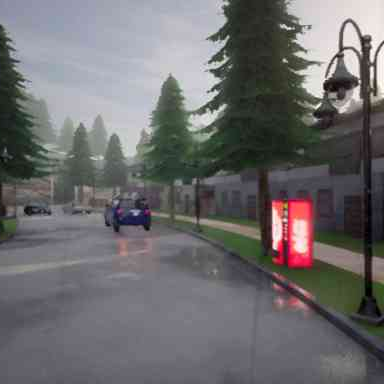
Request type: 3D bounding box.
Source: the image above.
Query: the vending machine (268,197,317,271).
[{"bbox_3d":[2.987,1.200,9.972,1.100,2.100,0.880,0,0,-10],"label":"vending machine"}]

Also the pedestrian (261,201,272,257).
[{"bbox_3d":[2.531,1.153,10.643,0.375,1.860,0.375,0,0,-10],"label":"pedestrian"}]

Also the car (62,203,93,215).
[{"bbox_3d":[-12.594,1.795,36.272,1.895,1.301,4.718,0,0,-38],"label":"car"}]

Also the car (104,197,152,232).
[{"bbox_3d":[-4.204,1.343,21.319,2.150,2.045,5.566,0,0,-22],"label":"car"}]

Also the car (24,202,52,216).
[{"bbox_3d":[-16.010,1.756,34.487,1.994,1.385,4.181,0,0,-37],"label":"car"}]
